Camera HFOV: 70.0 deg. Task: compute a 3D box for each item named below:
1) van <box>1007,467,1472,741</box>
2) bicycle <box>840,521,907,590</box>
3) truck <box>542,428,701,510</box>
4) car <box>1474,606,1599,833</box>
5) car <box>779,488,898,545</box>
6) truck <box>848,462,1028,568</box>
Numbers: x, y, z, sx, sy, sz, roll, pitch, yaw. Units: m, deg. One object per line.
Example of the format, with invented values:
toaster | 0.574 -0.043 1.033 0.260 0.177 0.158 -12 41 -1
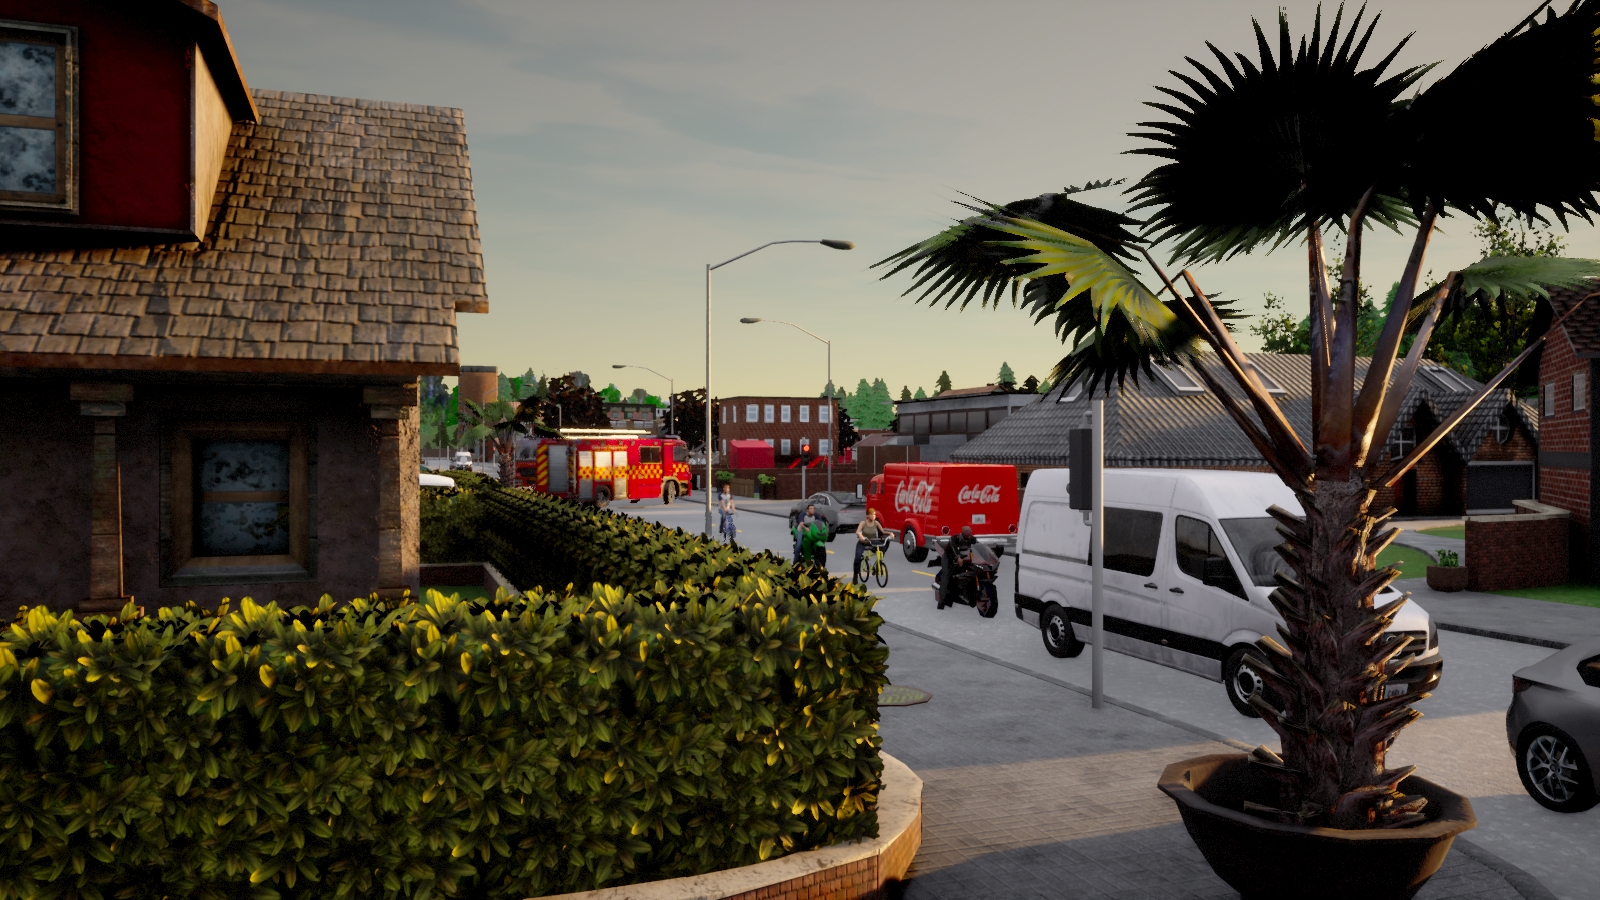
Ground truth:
van | 4.966 1.538 14.186 1.988 2.561 5.915 0 0 -20
bicycle | 1.505 2.162 23.648 0.859 1.276 1.487 0 0 -19
truck | -8.791 0.895 57.565 2.891 3.827 8.468 0 0 34
car | 6.934 2.069 7.650 1.816 1.474 4.193 0 0 -12
car | 1.122 2.053 36.412 2.128 1.511 4.902 0 0 -20
truck | 3.468 1.570 29.990 2.627 2.467 5.204 0 0 -20
